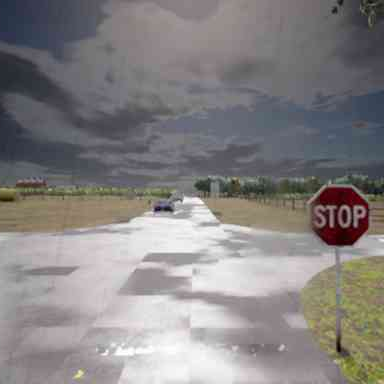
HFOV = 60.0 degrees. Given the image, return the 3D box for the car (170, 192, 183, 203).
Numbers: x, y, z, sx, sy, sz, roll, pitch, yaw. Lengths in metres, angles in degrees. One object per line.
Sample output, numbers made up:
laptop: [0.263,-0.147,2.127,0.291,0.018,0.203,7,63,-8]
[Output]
car: [-2.650,0.862,57.627,2.097,1.767,4.553,0,0,0]

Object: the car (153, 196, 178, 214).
car: [-2.694,1.388,32.851,1.895,1.301,4.718,0,1,0]
